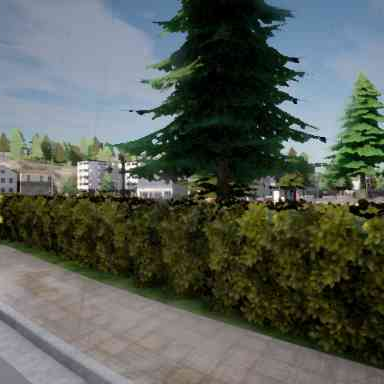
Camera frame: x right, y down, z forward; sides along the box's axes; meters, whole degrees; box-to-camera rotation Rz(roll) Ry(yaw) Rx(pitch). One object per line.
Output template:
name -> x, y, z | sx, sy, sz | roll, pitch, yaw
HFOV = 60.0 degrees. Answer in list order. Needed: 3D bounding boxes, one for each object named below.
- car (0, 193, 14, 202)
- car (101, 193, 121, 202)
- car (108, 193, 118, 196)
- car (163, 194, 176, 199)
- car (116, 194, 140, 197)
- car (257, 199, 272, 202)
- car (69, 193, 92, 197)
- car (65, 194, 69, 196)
car -> -41.096, 1.117, 71.345 | 4.605, 1.855, 1.932 | 0, 0, -45
car -> -17.528, 1.093, 72.128 | 3.866, 1.878, 1.905 | 0, 0, -45
car -> -15.201, 1.112, 70.341 | 4.605, 1.855, 1.932 | 0, 0, -45
car -> -2.225, 1.228, 37.444 | 5.566, 2.045, 2.150 | 0, 0, -45
car -> -9.681, 1.395, 53.905 | 3.806, 1.475, 1.970 | 0, 0, -45
car -> 9.913, 1.483, 44.349 | 5.008, 1.535, 1.882 | 0, 0, -45
car -> -26.482, 1.173, 81.267 | 5.027, 1.636, 2.152 | 0, 0, -45
car -> -31.204, 1.253, 85.625 | 3.806, 1.475, 1.970 | 0, 0, -45
